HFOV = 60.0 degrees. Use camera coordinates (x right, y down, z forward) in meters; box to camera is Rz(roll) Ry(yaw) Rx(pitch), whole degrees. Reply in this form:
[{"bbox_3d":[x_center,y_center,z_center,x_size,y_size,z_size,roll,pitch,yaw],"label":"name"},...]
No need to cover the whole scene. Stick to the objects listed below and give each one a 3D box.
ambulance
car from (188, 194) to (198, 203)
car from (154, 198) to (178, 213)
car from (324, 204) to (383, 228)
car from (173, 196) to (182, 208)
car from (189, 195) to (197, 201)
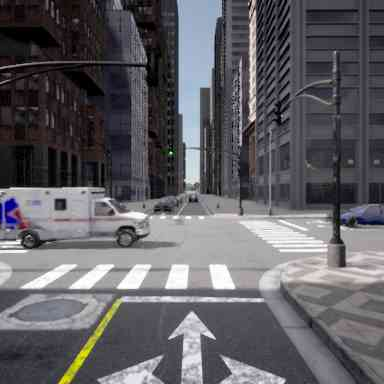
[{"bbox_3d":[-5.048,1.041,14.164,6.366,2.431,2.351,-1,0,0],"label":"ambulance"},{"bbox_3d":[0.263,1.486,66.628,1.882,1.535,5.008,0,0,0],"label":"car"},{"bbox_3d":[-2.983,1.598,36.414,1.895,1.301,4.718,0,0,3],"label":"car"},{"bbox_3d":[11.193,1.459,20.674,5.357,1.411,2.033,0,0,0],"label":"car"},{"bbox_3d":[-2.913,1.564,49.037,1.994,1.385,4.181,0,0,1],"label":"car"},{"bbox_3d":[0.316,1.349,77.055,1.837,1.490,4.892,0,0,0],"label":"car"}]
